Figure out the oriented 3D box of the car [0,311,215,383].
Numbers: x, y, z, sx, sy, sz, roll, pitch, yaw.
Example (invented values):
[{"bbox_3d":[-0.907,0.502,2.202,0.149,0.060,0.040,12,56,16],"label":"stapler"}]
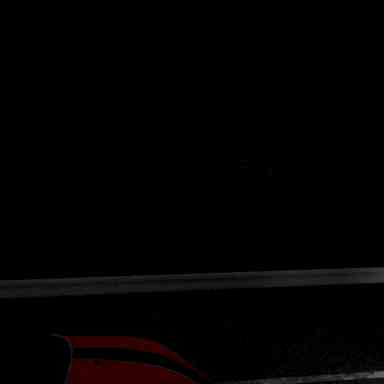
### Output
[{"bbox_3d":[-1.856,1.352,1.660,4.553,1.767,2.097,0,0,-6],"label":"car"}]
